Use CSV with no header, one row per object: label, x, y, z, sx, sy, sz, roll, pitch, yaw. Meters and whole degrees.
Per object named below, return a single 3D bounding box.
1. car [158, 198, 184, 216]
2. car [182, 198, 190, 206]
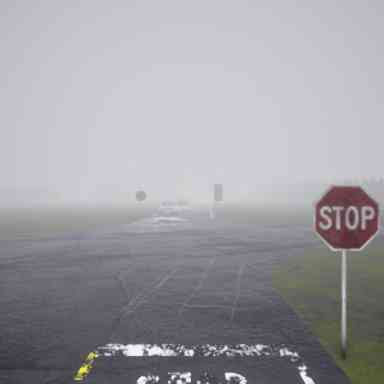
car,-2.178,1.600,32.727,1.895,1.301,4.718,0,0,2
car,-1.342,1.586,53.542,1.895,1.301,4.718,0,0,3
